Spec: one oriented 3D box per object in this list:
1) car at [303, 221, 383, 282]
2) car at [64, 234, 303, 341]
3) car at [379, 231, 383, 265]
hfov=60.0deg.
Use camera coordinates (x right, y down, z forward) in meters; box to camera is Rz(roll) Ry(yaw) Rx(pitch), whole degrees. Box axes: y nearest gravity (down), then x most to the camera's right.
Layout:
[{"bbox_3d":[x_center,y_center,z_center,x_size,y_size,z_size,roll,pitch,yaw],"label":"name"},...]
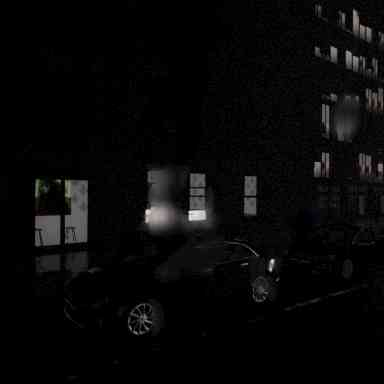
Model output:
[{"bbox_3d":[4.495,1.550,9.712,4.403,1.369,2.008,0,0,-35],"label":"car"},{"bbox_3d":[-0.140,1.551,6.436,4.403,1.369,2.008,0,0,-35],"label":"car"},{"bbox_3d":[6.807,1.600,8.182,4.718,1.301,1.895,0,0,-35],"label":"car"}]
